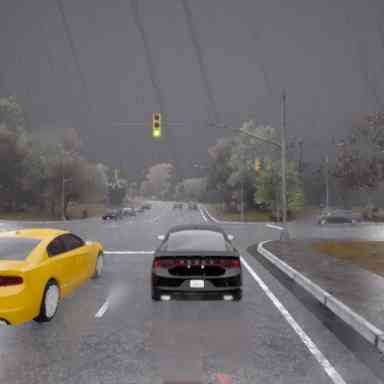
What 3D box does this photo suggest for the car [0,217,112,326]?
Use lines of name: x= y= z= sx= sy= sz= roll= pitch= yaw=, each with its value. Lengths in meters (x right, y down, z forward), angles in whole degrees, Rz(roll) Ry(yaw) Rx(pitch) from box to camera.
car: x=-3.405 y=1.543 z=7.322 sx=1.882 sy=1.535 sz=5.008 roll=0 pitch=-1 yaw=0

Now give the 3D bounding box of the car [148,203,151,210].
car: x=-10.346 y=3.223 z=75.267 sx=2.033 sy=1.411 sz=5.357 roll=0 pitch=0 yaw=0

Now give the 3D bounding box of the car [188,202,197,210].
car: x=0.155 y=3.209 z=75.408 sx=2.128 sy=1.511 sz=4.902 roll=0 pitch=0 yaw=0

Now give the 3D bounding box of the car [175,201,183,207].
car: x=-3.440 y=3.158 z=86.702 sx=1.994 sy=1.385 sz=4.181 roll=0 pitch=0 yaw=-3

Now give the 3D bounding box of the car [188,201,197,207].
car: x=0.061 y=3.164 z=86.681 sx=1.994 sy=1.385 sz=4.181 roll=0 pitch=0 yaw=-3

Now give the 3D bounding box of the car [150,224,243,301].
car: x=0.102 y=1.566 z=8.558 sx=1.882 sy=1.535 sz=5.008 roll=0 pitch=-1 yaw=0

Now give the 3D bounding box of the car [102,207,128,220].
car: x=-10.519 y=2.998 z=44.711 sx=2.033 sy=1.411 sz=5.357 roll=0 pitch=-2 yaw=1

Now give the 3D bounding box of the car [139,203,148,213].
car: x=-10.408 y=3.240 z=64.686 sx=2.128 sy=1.511 sz=4.902 roll=0 pitch=0 yaw=1

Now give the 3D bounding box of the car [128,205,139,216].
car: x=-10.472 y=3.206 z=54.581 sx=1.812 sy=1.442 sz=4.674 roll=0 pitch=-1 yaw=0

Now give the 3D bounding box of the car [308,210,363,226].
car: x=13.575 y=2.424 z=31.560 sx=4.902 sy=1.511 sz=2.128 roll=0 pitch=-2 yaw=-3

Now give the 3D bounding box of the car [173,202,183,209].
car: x=-3.343 y=3.176 z=76.633 sx=1.837 sy=1.490 sz=4.892 roll=0 pitch=0 yaw=0
